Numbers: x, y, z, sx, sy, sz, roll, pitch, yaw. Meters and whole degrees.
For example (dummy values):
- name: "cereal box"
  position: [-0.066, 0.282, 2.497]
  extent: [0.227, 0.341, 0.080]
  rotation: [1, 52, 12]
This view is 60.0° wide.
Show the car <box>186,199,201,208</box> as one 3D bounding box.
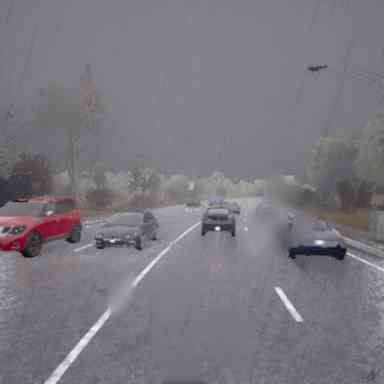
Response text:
- name: "car"
  position: [0.290, 1.895, 55.241]
  extent: [1.895, 1.301, 4.718]
  rotation: [0, 0, 11]

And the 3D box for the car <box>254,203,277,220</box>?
- name: "car"
  position: [6.738, 1.744, 30.388]
  extent: [2.033, 1.411, 5.357]
  rotation: [0, 0, 9]

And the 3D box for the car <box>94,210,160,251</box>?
- name: "car"
  position: [-2.675, 1.573, 14.657]
  extent: [1.837, 1.490, 4.892]
  rotation: [0, 0, 6]

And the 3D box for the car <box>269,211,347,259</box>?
- name: "car"
  position: [4.432, 1.656, 13.056]
  extent: [1.994, 1.385, 4.181]
  rotation: [0, 0, 5]

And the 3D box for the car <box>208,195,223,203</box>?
- name: "car"
  position: [4.122, 1.541, 56.751]
  extent: [2.150, 2.045, 5.566]
  rotation: [0, 0, 11]

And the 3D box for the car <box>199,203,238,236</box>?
- name: "car"
  position: [1.595, 1.617, 19.292]
  extent: [1.837, 1.490, 4.892]
  rotation: [0, 0, 7]

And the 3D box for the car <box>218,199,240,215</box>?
- name: "car"
  position: [4.308, 1.782, 36.884]
  extent: [1.994, 1.385, 4.181]
  rotation: [0, 0, 10]

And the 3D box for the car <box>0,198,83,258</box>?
- name: "car"
  position: [-6.328, 1.266, 13.341]
  extent: [2.150, 2.045, 5.566]
  rotation: [0, 0, 5]
